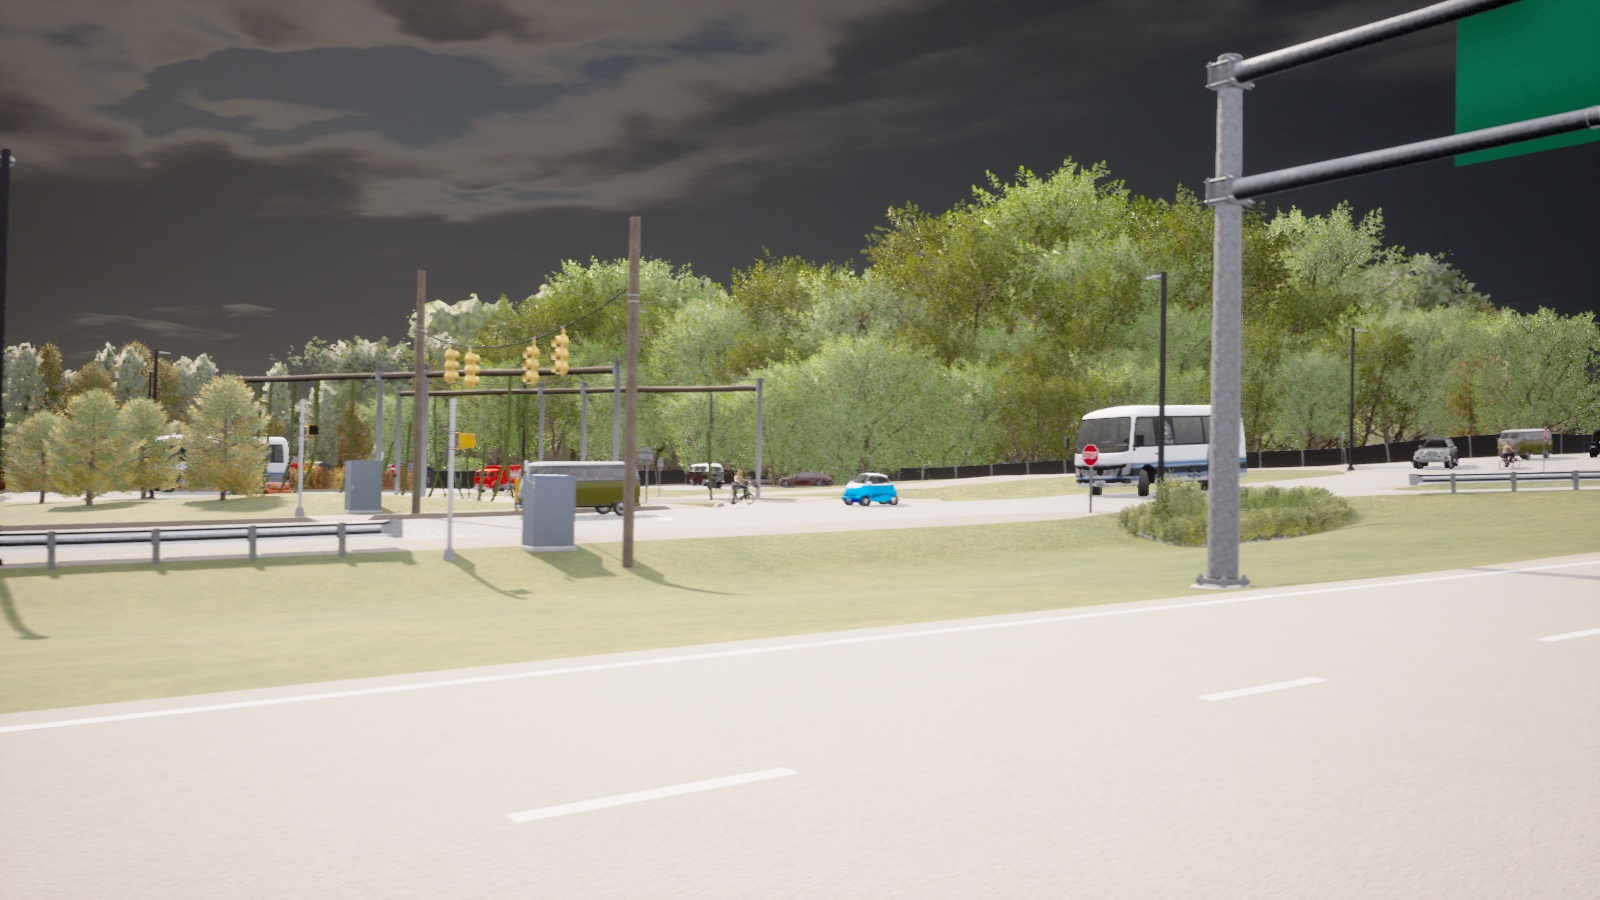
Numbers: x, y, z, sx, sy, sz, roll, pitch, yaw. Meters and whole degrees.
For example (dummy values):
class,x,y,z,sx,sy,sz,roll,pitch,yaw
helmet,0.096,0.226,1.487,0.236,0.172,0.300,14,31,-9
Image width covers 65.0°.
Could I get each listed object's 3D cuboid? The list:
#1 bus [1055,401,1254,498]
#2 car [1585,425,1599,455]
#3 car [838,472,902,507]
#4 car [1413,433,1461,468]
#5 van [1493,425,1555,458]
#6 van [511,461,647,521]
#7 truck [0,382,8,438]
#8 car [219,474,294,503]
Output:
class,x,y,z,sx,sy,sz,roll,pitch,yaw
bus,17.274,-0.098,60.672,10.273,4.253,3.944,-2,-1,-40
car,53.056,-0.715,81.716,3.866,1.878,1.905,-2,1,-33
car,2.907,1.621,52.246,2.207,1.376,1.481,0,0,-30
car,38.156,-0.009,75.191,1.932,1.855,4.605,-1,2,35
van,47.302,-0.580,81.990,4.442,1.987,1.775,-3,1,-35
van,-7.870,1.419,44.900,4.442,1.987,1.775,-1,0,-36
truck,-53.350,-2.350,76.834,7.936,3.462,2.891,-3,4,-37
car,-35.815,2.540,82.738,4.553,1.767,2.097,1,-1,28
